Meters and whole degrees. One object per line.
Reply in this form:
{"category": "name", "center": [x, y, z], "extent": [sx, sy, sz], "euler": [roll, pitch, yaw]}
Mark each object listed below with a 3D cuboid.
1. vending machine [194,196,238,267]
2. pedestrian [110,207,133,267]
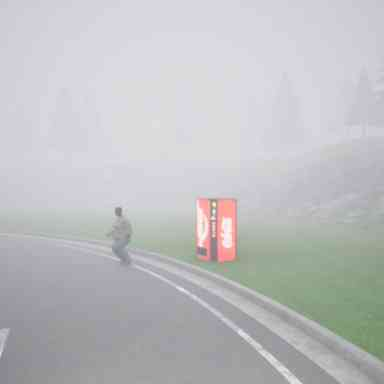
{"category": "vending machine", "center": [0.763, 1.188, 10.546], "extent": [1.100, 2.100, 0.880], "euler": [0, 0, -33]}
{"category": "pedestrian", "center": [-2.078, 1.287, 9.790], "extent": [0.375, 1.860, 0.375], "euler": [0, 0, -36]}
